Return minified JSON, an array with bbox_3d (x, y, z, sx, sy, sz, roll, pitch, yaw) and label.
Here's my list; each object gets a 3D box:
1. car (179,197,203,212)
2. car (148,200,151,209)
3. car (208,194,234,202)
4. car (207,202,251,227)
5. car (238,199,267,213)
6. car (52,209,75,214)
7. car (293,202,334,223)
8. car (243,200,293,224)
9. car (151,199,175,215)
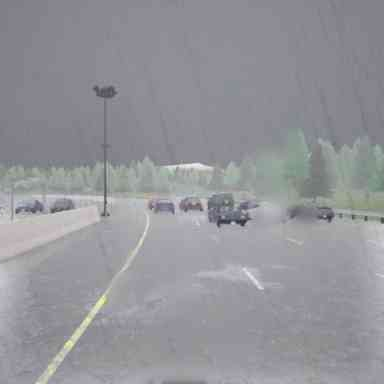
[{"bbox_3d":[-0.186,1.352,38.870,2.097,1.767,4.553,0,0,-11],"label":"car"},{"bbox_3d":[-4.744,1.601,43.905,1.895,1.301,4.718,0,0,-13],"label":"car"},{"bbox_3d":[3.336,1.220,39.246,2.150,2.045,5.566,0,0,-11],"label":"car"},{"bbox_3d":[2.283,1.601,22.712,1.895,1.301,4.718,0,0,-6],"label":"car"},{"bbox_3d":[6.956,1.564,38.752,1.994,1.385,4.181,0,0,-10],"label":"car"},{"bbox_3d":[-13.845,1.509,35.758,1.837,1.490,4.892,0,0,-10],"label":"car"},{"bbox_3d":[8.973,1.491,25.584,2.128,1.511,4.902,0,0,-6],"label":"car"},{"bbox_3d":[5.530,1.527,24.940,1.812,1.442,4.674,0,-1,-7],"label":"car"},{"bbox_3d":[-2.954,1.478,34.672,1.882,1.535,5.008,0,0,-10],"label":"car"}]
